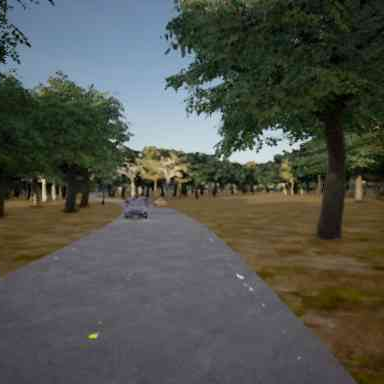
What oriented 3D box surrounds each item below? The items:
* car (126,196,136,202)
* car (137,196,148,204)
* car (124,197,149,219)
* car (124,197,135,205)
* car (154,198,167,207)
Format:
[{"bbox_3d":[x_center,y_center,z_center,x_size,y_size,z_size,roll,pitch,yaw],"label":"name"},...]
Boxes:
[{"bbox_3d":[-16.987,1.916,92.080,1.895,1.301,4.718,0,0,-21],"label":"car"},{"bbox_3d":[-11.227,1.789,75.083,1.882,1.535,5.008,0,0,-17],"label":"car"},{"bbox_3d":[-5.159,1.576,31.111,2.097,1.767,4.553,0,0,-7],"label":"car"},{"bbox_3d":[-13.380,1.865,71.464,1.837,1.490,4.892,0,0,-16],"label":"car"},{"bbox_3d":[-5.485,1.809,57.203,1.801,1.575,5.366,0,0,-13],"label":"car"}]
